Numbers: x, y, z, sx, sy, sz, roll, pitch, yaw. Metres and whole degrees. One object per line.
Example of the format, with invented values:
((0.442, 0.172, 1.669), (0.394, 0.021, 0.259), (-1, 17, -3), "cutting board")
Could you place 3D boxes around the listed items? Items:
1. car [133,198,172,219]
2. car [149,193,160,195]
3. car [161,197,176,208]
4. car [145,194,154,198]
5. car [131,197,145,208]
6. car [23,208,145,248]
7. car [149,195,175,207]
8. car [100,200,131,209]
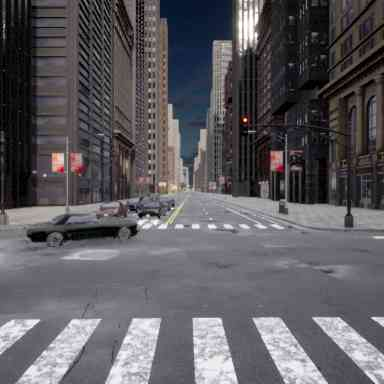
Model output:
((-3.384, 1.533, 29.460), (2.033, 1.411, 5.357), (0, 0, 4), "car")
((-6.682, 1.175, 57.821), (2.150, 2.045, 5.566), (0, 0, 1), "car")
((-3.457, 1.514, 49.752), (2.033, 1.411, 5.357), (0, 0, 0), "car")
((-6.698, 1.474, 47.372), (1.837, 1.490, 4.892), (0, 0, 0), "car")
((-6.677, 1.580, 37.132), (1.895, 1.301, 4.718), (0, 0, 0), "car")
((-4.774, 1.594, 14.734), (4.718, 1.301, 1.895), (0, 0, -32), "car")
((-3.427, 1.469, 39.200), (2.128, 1.511, 4.902), (0, 0, 0), "car")
((-6.655, 1.512, 28.024), (1.812, 1.442, 4.674), (0, 0, 0), "car")
